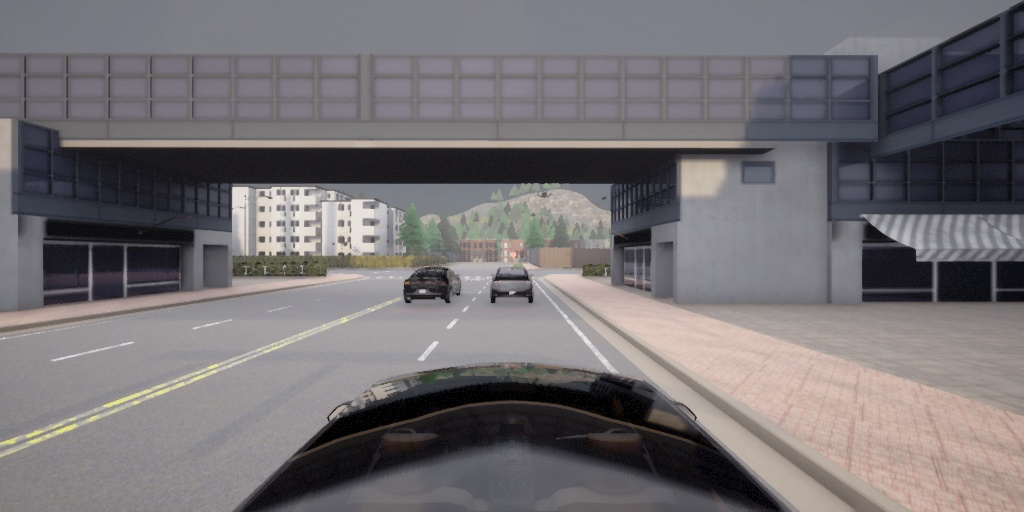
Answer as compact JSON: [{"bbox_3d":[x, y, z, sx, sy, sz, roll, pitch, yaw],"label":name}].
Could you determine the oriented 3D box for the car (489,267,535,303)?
[{"bbox_3d":[0.000,1.244,16.500,2.128,1.511,4.902,0,0,0],"label":"car"}]

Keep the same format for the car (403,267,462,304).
[{"bbox_3d":[-3.500,1.234,16.500,1.882,1.535,5.008,0,0,0],"label":"car"}]
